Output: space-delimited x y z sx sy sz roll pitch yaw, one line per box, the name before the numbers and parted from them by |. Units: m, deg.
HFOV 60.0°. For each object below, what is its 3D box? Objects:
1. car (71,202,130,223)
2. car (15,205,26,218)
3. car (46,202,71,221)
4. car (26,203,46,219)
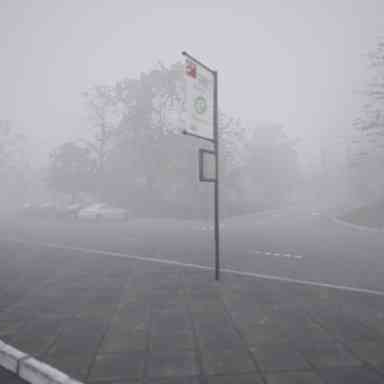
car | -7.268 1.706 27.718 2.002 1.452 4.674 -1 0 36
car | -15.160 1.797 33.354 2.002 1.452 4.674 -1 0 36
car | -9.826 1.695 29.555 2.097 1.535 5.008 -1 0 36
car | -12.496 1.727 31.448 2.231 1.521 4.892 -1 0 36
